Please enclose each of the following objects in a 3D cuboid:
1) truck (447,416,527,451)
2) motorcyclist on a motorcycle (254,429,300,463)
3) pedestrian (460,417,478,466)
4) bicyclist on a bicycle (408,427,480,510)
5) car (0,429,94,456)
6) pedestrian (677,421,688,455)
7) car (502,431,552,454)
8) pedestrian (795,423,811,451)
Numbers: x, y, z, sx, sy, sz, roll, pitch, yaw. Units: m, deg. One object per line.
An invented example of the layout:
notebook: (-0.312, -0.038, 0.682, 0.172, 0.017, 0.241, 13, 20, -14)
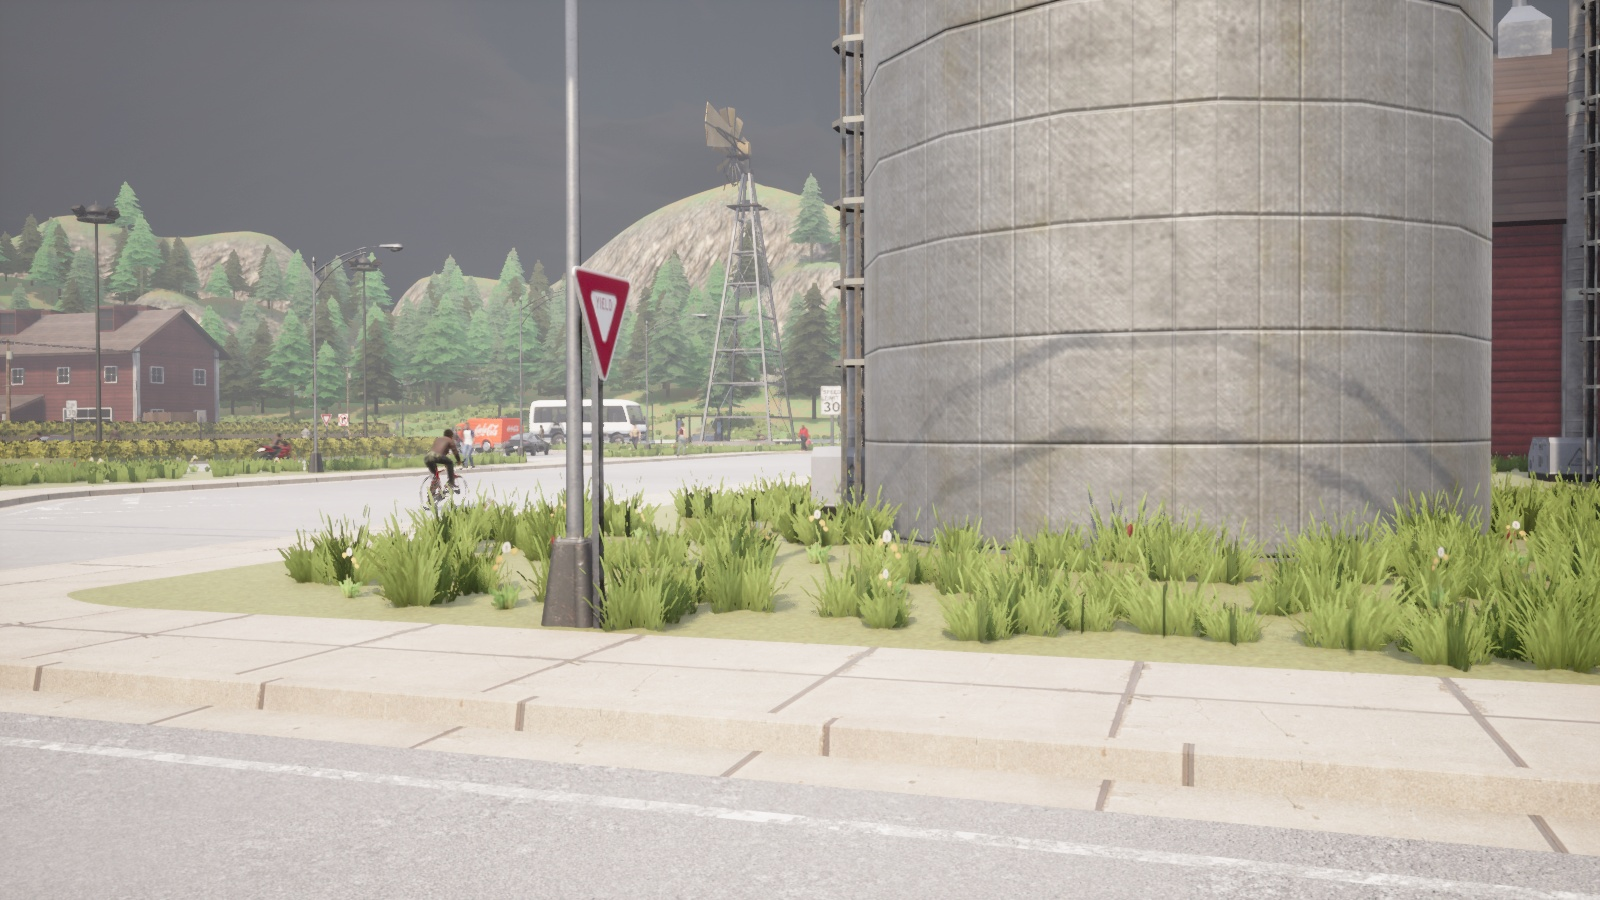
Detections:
truck: (-22.240, -1.175, 89.211, 5.204, 2.467, 2.627, 0, 1, 31)
motorcyclist on a motorcycle: (-24.052, -0.208, 57.836, 0.797, 1.523, 2.044, 0, 1, 19)
pedestrian: (-12.575, -0.329, 47.695, 0.354, 1.836, 0.706, 0, 1, 17)
bicyclist on a bicycle: (-7.161, 0.347, 25.348, 0.582, 1.620, 1.656, 1, 1, 18)
car: (-42.022, -0.425, 69.928, 1.812, 1.442, 4.674, 1, 1, 18)
pedestrian: (-6.361, -0.632, 68.071, 0.345, 1.836, 0.594, 1, 1, 29)
car: (-17.430, -0.498, 80.270, 1.812, 1.442, 4.674, 0, 1, 5)
pedestrian: (0.216, -0.844, 82.888, 0.634, 1.844, 0.899, 1, 1, 35)
